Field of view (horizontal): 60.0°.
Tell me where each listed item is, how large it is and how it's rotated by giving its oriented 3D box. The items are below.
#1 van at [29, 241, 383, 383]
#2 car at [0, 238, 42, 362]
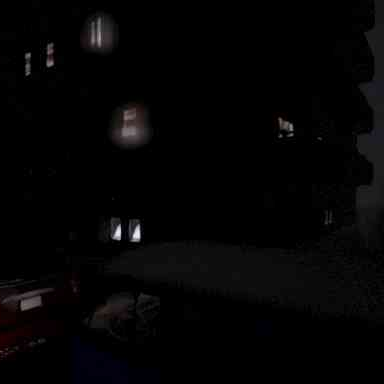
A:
[{"bbox_3d":[0.814,1.346,2.271,3.998,1.788,1.690,-1,1,36],"label":"van"},{"bbox_3d":[-3.680,1.496,5.481,4.097,1.590,1.967,-1,1,36],"label":"car"}]
